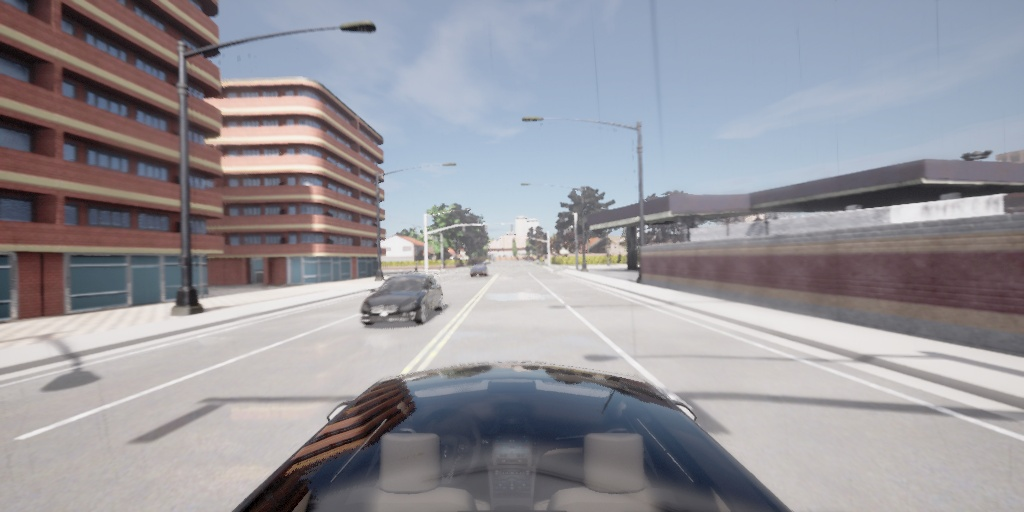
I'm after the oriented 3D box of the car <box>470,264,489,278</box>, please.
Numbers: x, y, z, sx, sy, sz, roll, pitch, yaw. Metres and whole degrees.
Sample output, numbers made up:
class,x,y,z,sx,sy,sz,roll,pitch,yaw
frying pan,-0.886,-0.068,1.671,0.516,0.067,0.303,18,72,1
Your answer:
class,x,y,z,sx,sy,sz,roll,pitch,yaw
car,-3.616,1.636,40.632,2.033,1.411,5.357,-1,0,0

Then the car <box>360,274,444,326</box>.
class,x,y,z,sx,sy,sz,roll,pitch,yaw
car,-3.648,1.414,12.620,1.837,1.490,4.892,-1,0,0
